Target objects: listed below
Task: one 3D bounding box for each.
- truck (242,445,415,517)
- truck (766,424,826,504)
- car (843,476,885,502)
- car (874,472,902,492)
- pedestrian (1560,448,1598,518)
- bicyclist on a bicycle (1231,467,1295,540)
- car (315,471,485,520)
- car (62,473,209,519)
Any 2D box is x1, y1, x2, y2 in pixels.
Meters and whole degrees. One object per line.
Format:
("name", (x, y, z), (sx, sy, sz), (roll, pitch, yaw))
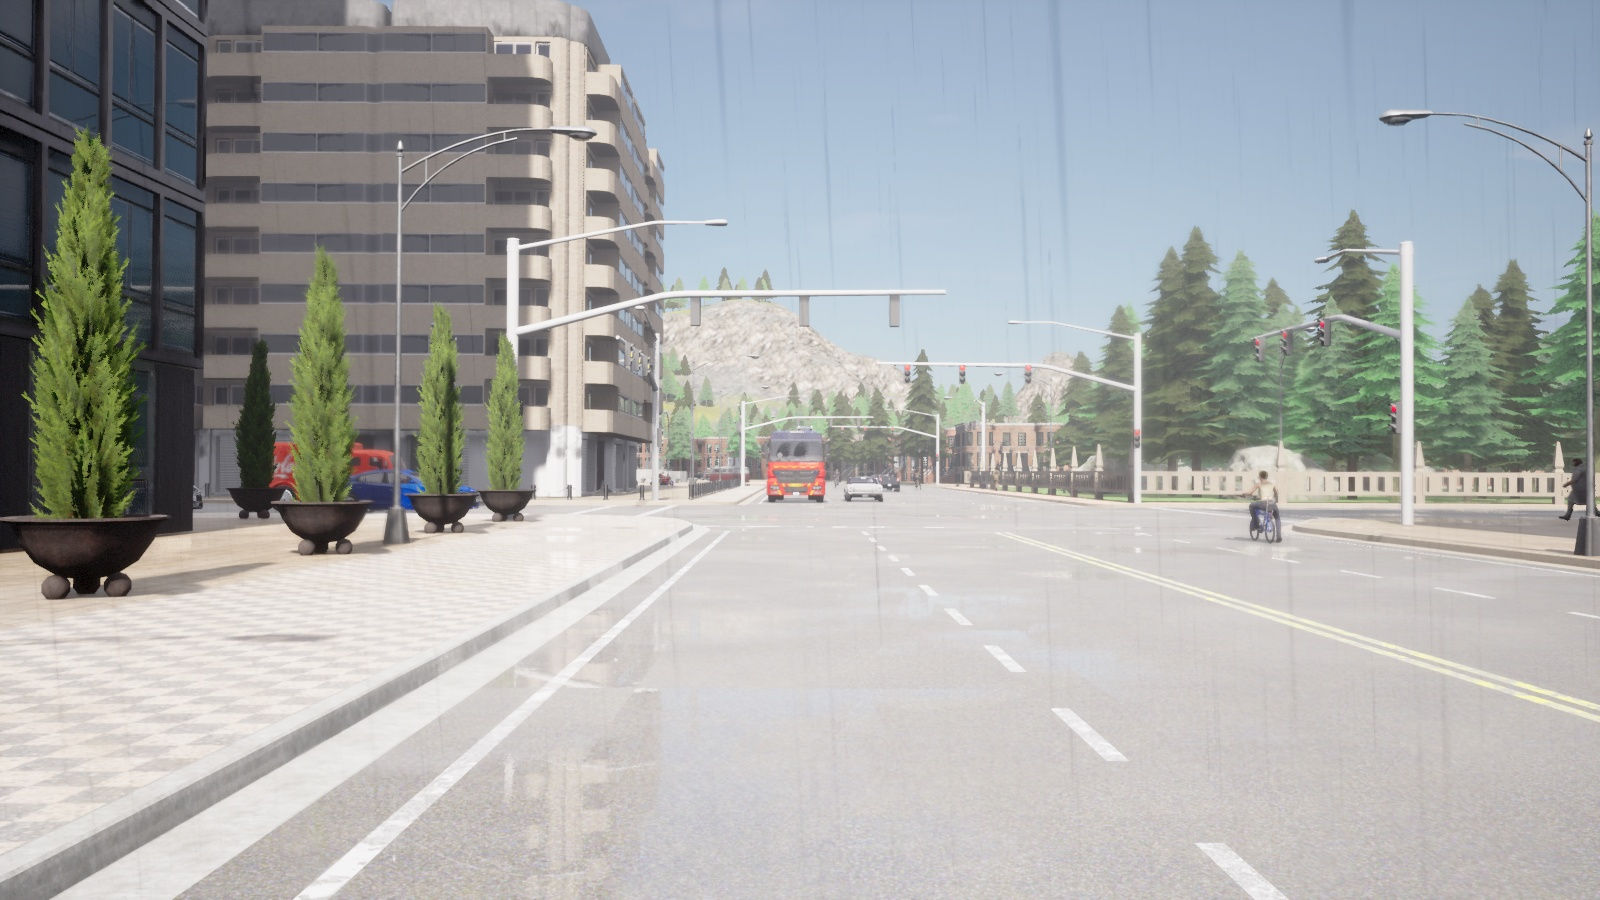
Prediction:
("truck", (-16.747, 1.090, 44.837), (5.204, 2.467, 2.627), (0, -1, 0))
("truck", (-0.192, 0.738, 64.917), (2.891, 3.827, 8.468), (0, -1, 0))
("car", (3.310, 2.002, 65.676), (1.895, 1.301, 4.718), (0, -1, 0))
("car", (6.723, 2.411, 96.059), (1.845, 1.501, 3.633), (0, -1, 0))
("pedestrian", (22.073, 0.921, 35.588), (0.873, 1.952, 0.659), (-1, -1, 31))
("bicyclist on a bicycle", (10.412, 1.183, 28.270), (0.866, 1.612, 1.509), (0, -1, 0))
("car", (-13.090, 1.481, 41.321), (5.008, 1.535, 1.882), (0, -1, 0))
("car", (-21.819, 1.504, 41.343), (3.806, 1.475, 1.970), (0, -1, 0))
